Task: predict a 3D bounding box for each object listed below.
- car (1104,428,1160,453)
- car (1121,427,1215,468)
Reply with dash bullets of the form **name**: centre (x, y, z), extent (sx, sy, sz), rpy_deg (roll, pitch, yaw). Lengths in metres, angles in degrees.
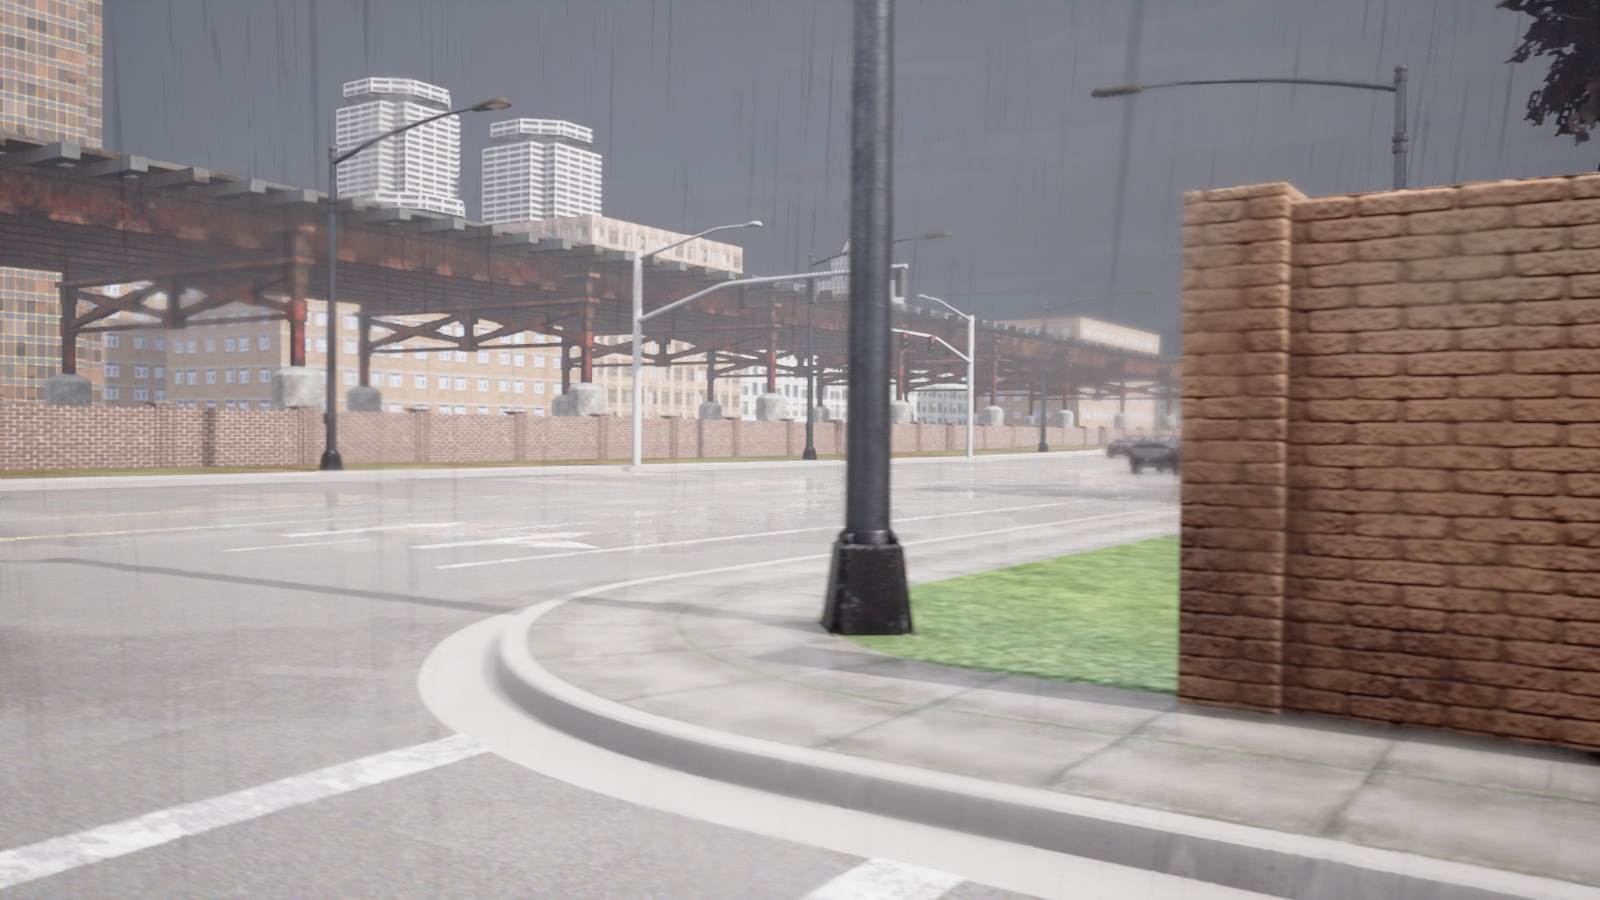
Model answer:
- **car**: centre (20.230, -0.583, 76.419), extent (1.994, 1.385, 4.181), rpy_deg (0, 2, 35)
- **car**: centre (14.496, -0.140, 49.258), extent (2.128, 1.511, 4.902), rpy_deg (0, 1, 34)
